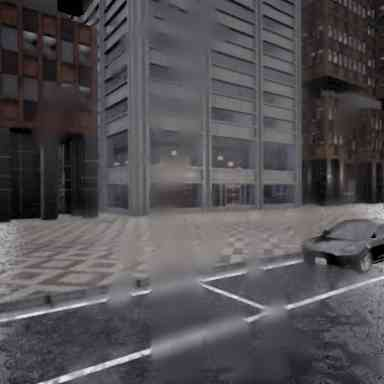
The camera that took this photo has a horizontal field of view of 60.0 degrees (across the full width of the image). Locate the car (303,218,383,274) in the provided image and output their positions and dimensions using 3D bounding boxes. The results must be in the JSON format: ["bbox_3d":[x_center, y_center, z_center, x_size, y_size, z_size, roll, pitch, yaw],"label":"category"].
[{"bbox_3d":[5.338,1.530,10.459,4.313,1.339,1.947,0,0,-35],"label":"car"}]
